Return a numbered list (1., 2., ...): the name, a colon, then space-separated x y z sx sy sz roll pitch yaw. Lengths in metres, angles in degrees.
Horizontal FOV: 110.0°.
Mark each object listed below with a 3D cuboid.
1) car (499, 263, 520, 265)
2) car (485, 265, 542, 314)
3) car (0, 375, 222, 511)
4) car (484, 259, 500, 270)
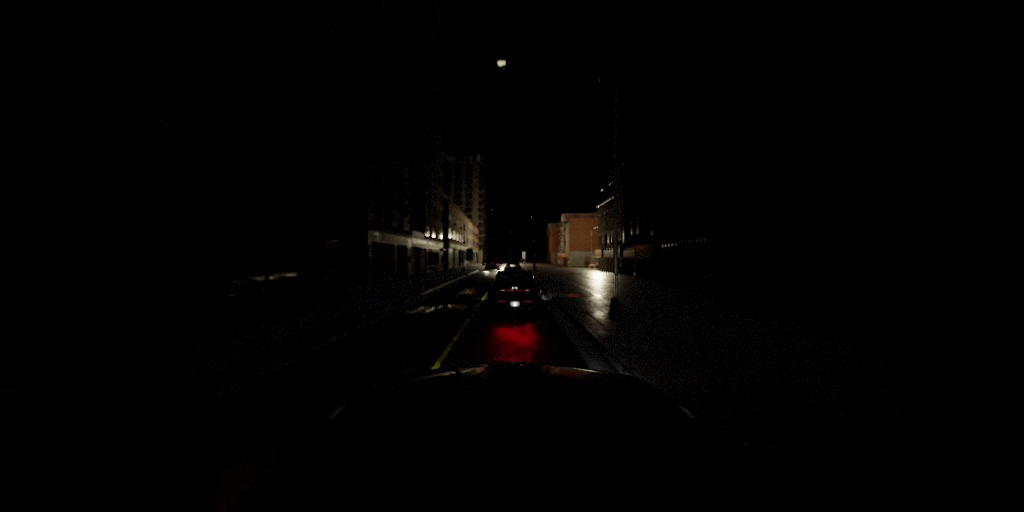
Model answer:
1. car: 0.098 1.365 35.127 2.033 1.411 5.357 0 0 0
2. car: 0.097 1.271 13.786 1.837 1.490 4.892 0 0 0
3. car: -2.849 1.227 0.238 1.882 1.535 5.008 0 0 0
4. car: -2.799 1.211 51.866 2.097 1.767 4.553 0 0 0
